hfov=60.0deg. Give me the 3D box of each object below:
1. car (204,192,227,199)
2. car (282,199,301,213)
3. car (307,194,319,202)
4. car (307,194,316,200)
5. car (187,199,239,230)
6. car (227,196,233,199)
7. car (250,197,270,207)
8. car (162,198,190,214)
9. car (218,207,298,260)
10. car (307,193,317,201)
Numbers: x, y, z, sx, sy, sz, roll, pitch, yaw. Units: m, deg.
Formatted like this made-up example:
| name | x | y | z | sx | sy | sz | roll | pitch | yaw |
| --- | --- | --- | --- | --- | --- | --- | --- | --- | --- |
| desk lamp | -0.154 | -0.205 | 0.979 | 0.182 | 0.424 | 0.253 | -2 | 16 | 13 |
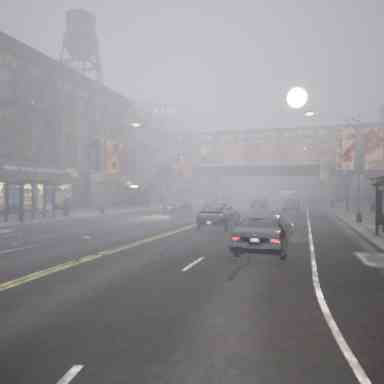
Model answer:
| name | x | y | z | sx | sy | sz | roll | pitch | yaw |
| --- | --- | --- | --- | --- | --- | --- | --- | --- | --- |
| car | 3.798 | 1.006 | 58.080 | 2.435 | 2.045 | 5.566 | 0 | 0 | 18 |
| car | 10.766 | 1.464 | 36.118 | 2.033 | 1.411 | 5.357 | 0 | 0 | 19 |
| car | 25.582 | 1.348 | 70.357 | 2.231 | 1.521 | 4.892 | 1 | 0 | 28 |
| car | 31.011 | 1.313 | 86.678 | 2.097 | 1.535 | 5.008 | 0 | 0 | 18 |
| car | 1.664 | 1.416 | 20.061 | 2.128 | 1.511 | 4.902 | 0 | 0 | 18 |
| car | 6.130 | 1.358 | 65.100 | 1.895 | 1.301 | 4.718 | 0 | 0 | 18 |
| car | 7.953 | 1.378 | 38.720 | 2.128 | 1.511 | 4.902 | 0 | 0 | 19 |
| car | -1.347 | 1.341 | 33.467 | 2.128 | 1.511 | 4.902 | 0 | 0 | 19 |
| car | 2.737 | 1.511 | 12.512 | 2.033 | 1.411 | 5.357 | 0 | 0 | 19 |
| car | 29.078 | 1.201 | 80.549 | 2.185 | 1.767 | 4.553 | 0 | 0 | 18 |
